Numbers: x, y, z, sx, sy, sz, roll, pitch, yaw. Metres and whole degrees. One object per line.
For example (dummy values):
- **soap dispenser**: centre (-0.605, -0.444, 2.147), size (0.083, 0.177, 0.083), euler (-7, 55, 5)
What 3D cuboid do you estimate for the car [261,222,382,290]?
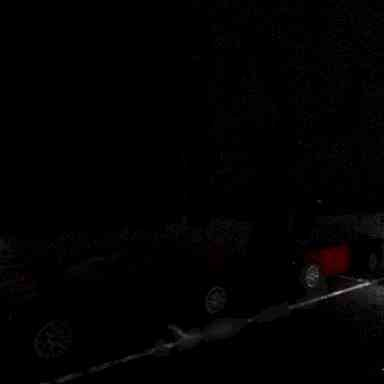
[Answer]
- **car**: centre (3.462, 1.551, 9.116), size (4.507, 1.381, 1.887), euler (0, 0, -36)

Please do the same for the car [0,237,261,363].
- **car**: centre (-1.099, 1.547, 5.862), size (4.507, 1.381, 1.887), euler (0, 0, -36)
